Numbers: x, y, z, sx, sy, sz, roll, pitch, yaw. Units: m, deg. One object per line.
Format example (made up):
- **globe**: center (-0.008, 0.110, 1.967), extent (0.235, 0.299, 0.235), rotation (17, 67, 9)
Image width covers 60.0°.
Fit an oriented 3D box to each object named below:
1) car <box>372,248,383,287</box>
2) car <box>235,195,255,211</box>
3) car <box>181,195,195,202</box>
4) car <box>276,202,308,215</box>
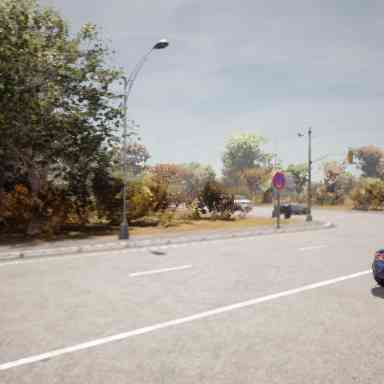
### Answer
- **car**: center (6.236, 1.600, 8.194), extent (4.674, 1.442, 1.812), rotation (1, 0, -36)
- **car**: center (5.990, 1.451, 45.019), extent (2.150, 2.045, 5.566), rotation (1, 0, -33)
- **car**: center (0.479, 1.700, 53.751), extent (1.812, 1.442, 4.674), rotation (1, 0, -32)
- **car**: center (11.101, 1.795, 36.925), extent (1.994, 1.385, 4.181), rotation (1, 0, -32)
